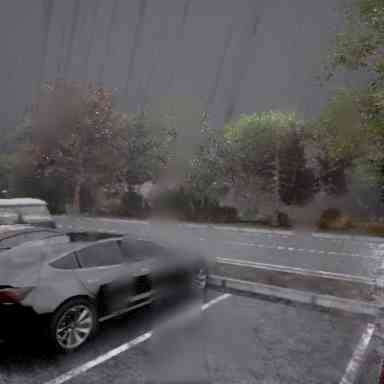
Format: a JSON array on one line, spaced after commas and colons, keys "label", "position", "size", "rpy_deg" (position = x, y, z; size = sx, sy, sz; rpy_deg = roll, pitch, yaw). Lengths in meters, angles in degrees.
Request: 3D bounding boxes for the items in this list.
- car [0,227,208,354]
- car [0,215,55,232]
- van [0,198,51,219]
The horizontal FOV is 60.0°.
[{"label": "car", "position": [-1.564, 1.484, 6.298], "size": [2.163, 1.488, 4.792], "rpy_deg": [0, 0, 35]}, {"label": "car", "position": [-3.844, 1.481, 7.884], "size": [2.002, 1.452, 4.674], "rpy_deg": [0, 0, 35]}, {"label": "van", "position": [-6.034, 1.200, 9.592], "size": [1.878, 1.987, 4.442], "rpy_deg": [0, 0, 35]}]
